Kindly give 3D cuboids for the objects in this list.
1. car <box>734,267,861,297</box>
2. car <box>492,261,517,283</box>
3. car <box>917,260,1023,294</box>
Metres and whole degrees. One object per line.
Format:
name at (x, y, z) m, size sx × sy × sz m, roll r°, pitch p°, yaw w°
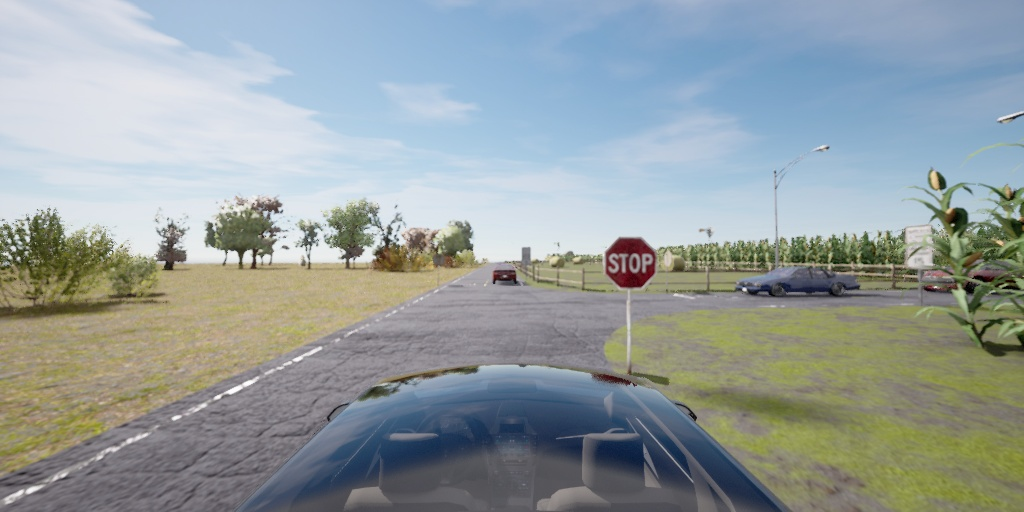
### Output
car at (14.300, 1.270, 18.072) m, size 5.357 × 1.411 × 2.033 m, roll -1°, pitch -1°, yaw -2°
car at (-0.635, 1.431, 30.188) m, size 1.882 × 1.535 × 5.008 m, roll 0°, pitch 0°, yaw -2°
car at (23.871, 0.980, 18.432) m, size 4.553 × 1.767 × 2.097 m, roll -1°, pitch -1°, yaw -2°
